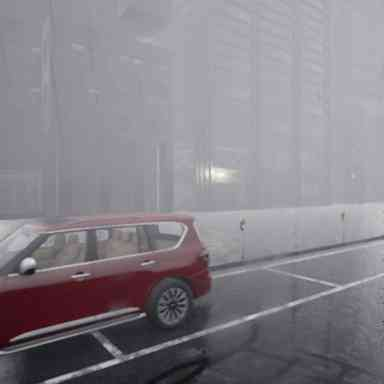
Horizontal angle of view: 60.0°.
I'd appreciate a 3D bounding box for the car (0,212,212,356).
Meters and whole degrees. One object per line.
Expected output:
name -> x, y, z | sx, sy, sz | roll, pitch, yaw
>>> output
car -> -1.947, 1.309, 5.281 | 5.009, 1.841, 2.192 | 0, 0, -36
